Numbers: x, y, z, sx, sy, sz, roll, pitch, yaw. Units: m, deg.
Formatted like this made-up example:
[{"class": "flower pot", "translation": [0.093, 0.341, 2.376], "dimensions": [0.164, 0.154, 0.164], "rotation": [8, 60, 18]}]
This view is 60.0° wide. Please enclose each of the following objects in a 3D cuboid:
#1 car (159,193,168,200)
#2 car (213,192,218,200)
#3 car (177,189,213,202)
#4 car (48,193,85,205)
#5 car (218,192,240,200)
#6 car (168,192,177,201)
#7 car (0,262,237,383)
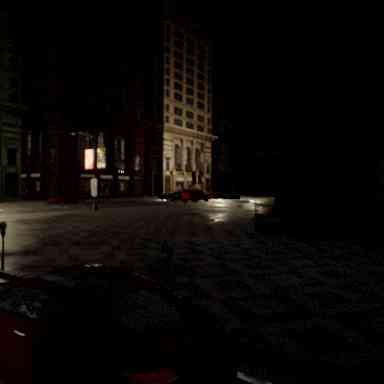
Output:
[{"class": "car", "translation": [-4.222, 0.757, 62.661], "dimensions": [1.994, 1.385, 4.181], "rotation": [1, 1, 36]}, {"class": "car", "translation": [4.625, 0.646, 63.867], "dimensions": [1.882, 1.535, 5.008], "rotation": [1, 1, 35]}, {"class": "car", "translation": [0.541, 0.567, 52.468], "dimensions": [2.150, 2.045, 5.566], "rotation": [1, 1, 36]}, {"class": "car", "translation": [-16.895, 0.942, 45.032], "dimensions": [1.882, 1.535, 5.008], "rotation": [1, 1, 36]}, {"class": "car", "translation": [7.272, 0.759, 61.982], "dimensions": [1.994, 1.385, 4.181], "rotation": [1, 1, 35]}, {"class": "car", "translation": [-1.308, 0.651, 55.453], "dimensions": [2.097, 1.767, 4.553], "rotation": [1, 1, 36]}, {"class": "car", "translation": [-1.483, 1.571, 4.134], "dimensions": [4.206, 1.307, 1.802], "rotation": [0, 0, 36]}]
